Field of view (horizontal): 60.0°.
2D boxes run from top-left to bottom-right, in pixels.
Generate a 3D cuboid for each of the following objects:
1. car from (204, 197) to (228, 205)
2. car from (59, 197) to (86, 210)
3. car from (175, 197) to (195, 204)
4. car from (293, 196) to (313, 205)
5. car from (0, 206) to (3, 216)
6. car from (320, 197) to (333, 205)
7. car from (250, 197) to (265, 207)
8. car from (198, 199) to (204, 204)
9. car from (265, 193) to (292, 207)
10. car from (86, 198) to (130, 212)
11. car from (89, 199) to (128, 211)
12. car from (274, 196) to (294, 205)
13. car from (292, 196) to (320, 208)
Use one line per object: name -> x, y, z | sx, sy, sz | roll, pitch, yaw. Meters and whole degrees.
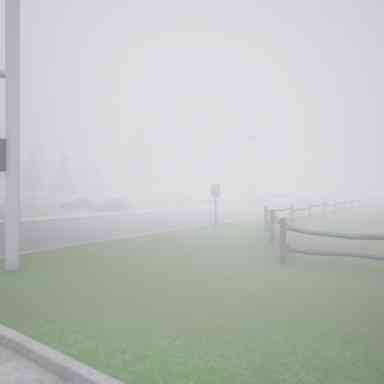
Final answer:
car -> 4.503, 1.564, 57.429 | 1.994, 1.385, 4.181 | 0, 0, 36
car -> -14.548, 1.477, 42.540 | 1.882, 1.535, 5.008 | 0, 0, 35
car -> -1.313, 1.564, 61.330 | 1.994, 1.385, 4.181 | 0, 0, 36
car -> 19.662, 1.477, 58.651 | 1.882, 1.535, 5.008 | 0, 0, 36
car -> -17.451, 1.525, 26.135 | 1.812, 1.442, 4.674 | 0, 0, 35
car -> 22.480, 1.547, 56.575 | 2.033, 1.411, 5.357 | 0, 0, 36
car -> 10.880, 1.491, 52.413 | 2.128, 1.511, 4.902 | 0, 0, 36
car -> 3.053, 1.600, 61.374 | 1.895, 1.301, 4.718 | 0, 0, 36
car -> 13.554, 1.221, 50.132 | 2.150, 2.045, 5.566 | 0, 0, 38
car -> -9.234, 1.502, 37.923 | 1.837, 1.490, 4.892 | 0, 1, 35
car -> -10.544, 1.600, 42.165 | 1.895, 1.301, 4.718 | 0, 0, 35
car -> 16.844, 1.477, 60.727 | 1.882, 1.535, 5.008 | 0, 0, 36
car -> 16.676, 1.564, 48.480 | 1.994, 1.385, 4.181 | 0, 0, 36
